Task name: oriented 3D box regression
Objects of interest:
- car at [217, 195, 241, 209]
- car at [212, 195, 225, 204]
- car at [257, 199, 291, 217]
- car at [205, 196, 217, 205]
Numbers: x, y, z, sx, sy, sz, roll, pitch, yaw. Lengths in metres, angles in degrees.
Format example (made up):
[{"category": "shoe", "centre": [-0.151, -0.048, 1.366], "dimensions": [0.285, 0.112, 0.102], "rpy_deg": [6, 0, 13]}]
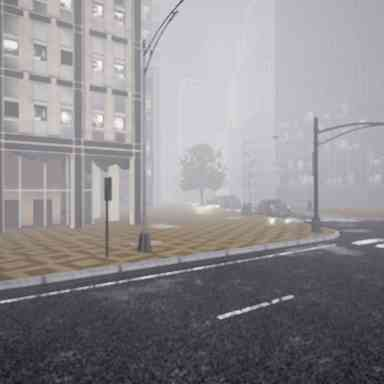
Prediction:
[{"category": "car", "centre": [5.750, 1.430, 50.524], "dimensions": [2.150, 2.045, 5.566], "rpy_deg": [0, 0, -7]}, {"category": "car", "centre": [5.826, 1.610, 73.866], "dimensions": [2.097, 1.767, 4.553], "rpy_deg": [0, 0, -7]}, {"category": "car", "centre": [8.024, 1.452, 32.959], "dimensions": [2.097, 1.767, 4.553], "rpy_deg": [0, -1, -7]}, {"category": "car", "centre": [3.886, 1.910, 65.427], "dimensions": [1.895, 1.301, 4.718], "rpy_deg": [0, 0, -7]}]
